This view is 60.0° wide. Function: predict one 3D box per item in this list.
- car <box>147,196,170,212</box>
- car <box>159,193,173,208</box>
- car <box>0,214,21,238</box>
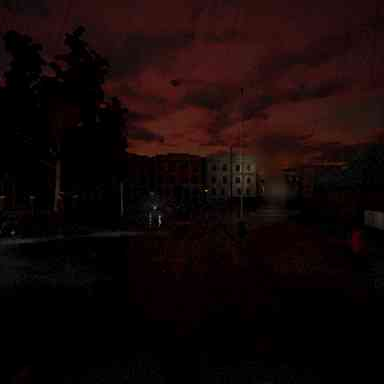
[{"bbox_3d":[-4.128,1.512,39.456,2.128,1.511,4.902,0,0,0],"label":"car"},{"bbox_3d":[-4.104,1.247,50.045,2.150,2.045,5.566,0,0,1],"label":"car"},{"bbox_3d":[-10.725,1.360,15.908,4.553,1.767,2.097,0,0,2],"label":"car"}]
